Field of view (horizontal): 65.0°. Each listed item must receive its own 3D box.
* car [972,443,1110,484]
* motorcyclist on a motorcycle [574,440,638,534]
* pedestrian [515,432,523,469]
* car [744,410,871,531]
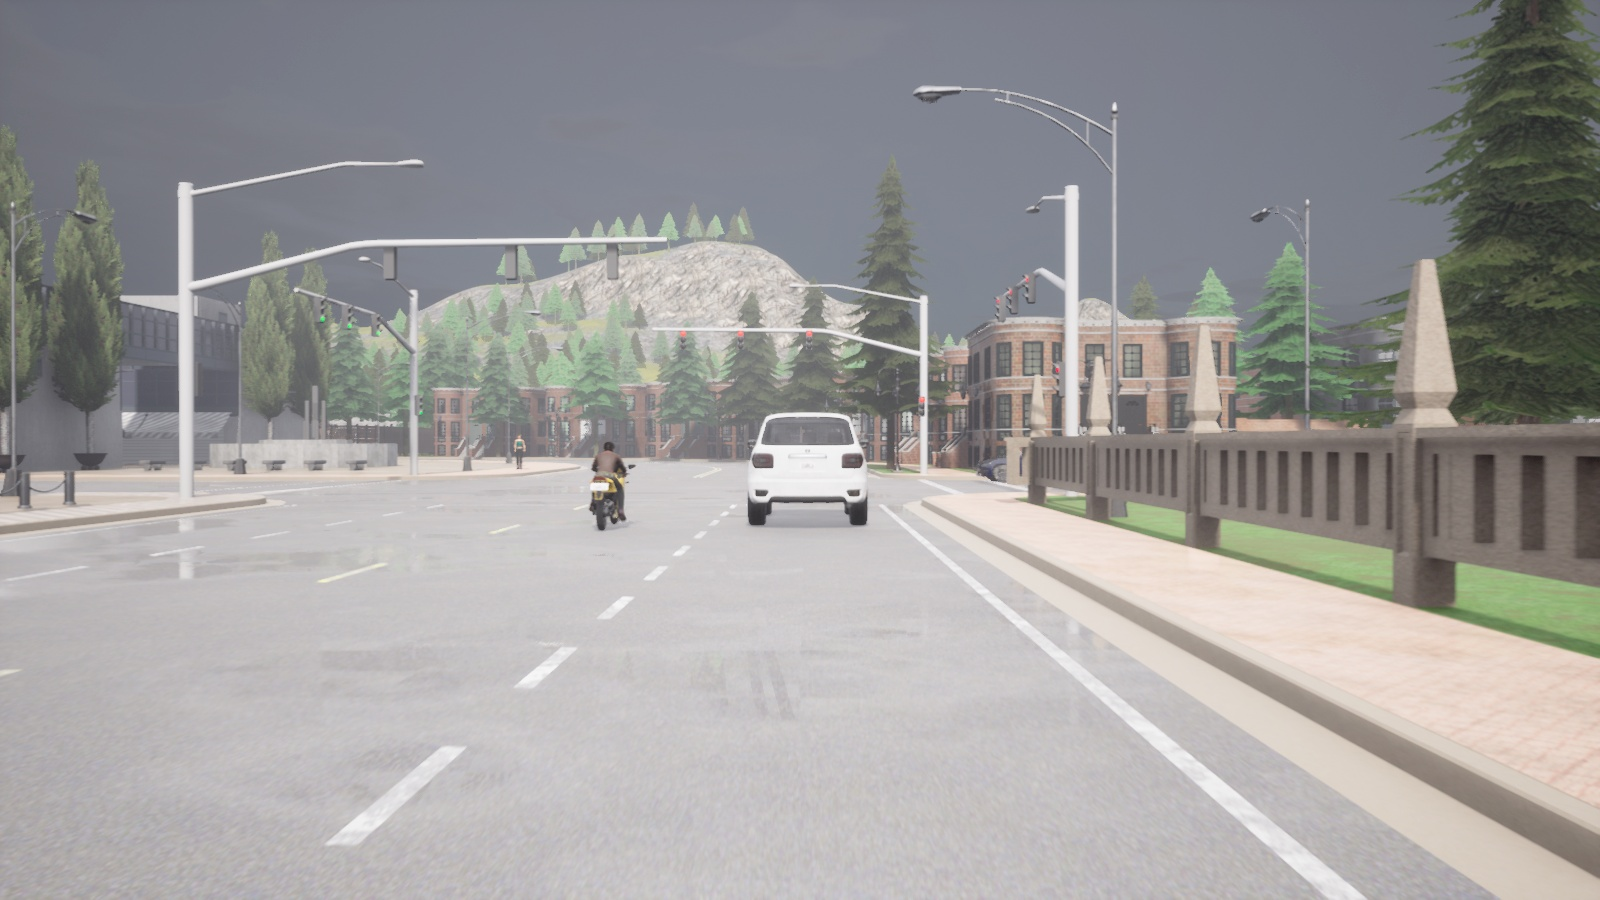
[{"bbox_3d":[9.021,0.487,47.307,4.792,1.488,2.163,0,0,0],"label":"car"},{"bbox_3d":[-3.360,0.604,21.917,0.797,1.523,2.044,0,1,0],"label":"motorcyclist on a motorcycle"},{"bbox_3d":[-14.128,0.038,63.112,0.345,1.836,0.594,0,0,-6],"label":"pedestrian"},{"bbox_3d":[0.152,0.330,24.153,2.150,2.045,5.566,0,0,0],"label":"car"}]
